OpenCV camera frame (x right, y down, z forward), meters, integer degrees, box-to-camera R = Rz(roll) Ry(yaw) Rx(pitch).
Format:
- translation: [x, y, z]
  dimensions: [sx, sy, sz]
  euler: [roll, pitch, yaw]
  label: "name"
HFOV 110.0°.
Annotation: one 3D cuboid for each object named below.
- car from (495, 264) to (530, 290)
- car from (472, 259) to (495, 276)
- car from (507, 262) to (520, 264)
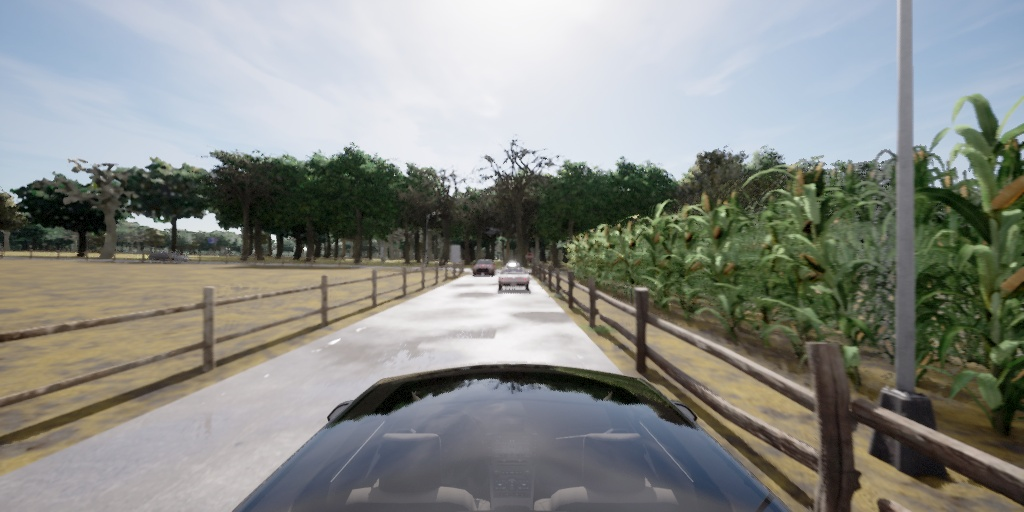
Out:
- translation: [0.109, 1.347, 22.603]
  dimensions: [1.895, 1.301, 4.718]
  euler: [0, 0, 0]
  label: "car"
- translation: [-2.767, 1.099, 36.392]
  dimensions: [2.097, 1.767, 4.553]
  euler: [0, 0, 1]
  label: "car"
- translation: [0.140, 1.296, 37.232]
  dimensions: [2.033, 1.411, 5.357]
  euler: [0, 0, 1]
  label: "car"
